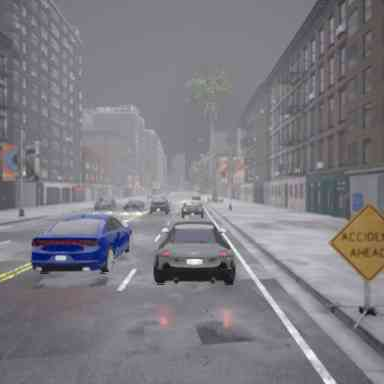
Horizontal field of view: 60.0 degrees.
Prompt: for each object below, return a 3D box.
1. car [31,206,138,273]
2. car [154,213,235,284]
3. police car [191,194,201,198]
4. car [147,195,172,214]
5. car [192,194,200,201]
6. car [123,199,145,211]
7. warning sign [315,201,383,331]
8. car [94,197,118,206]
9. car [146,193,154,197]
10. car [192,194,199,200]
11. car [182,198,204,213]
[{"bbox_3d":[-3.180,1.442,10.559,1.882,1.535,5.008,0,0,0],"label":"car"},{"bbox_3d":[0.066,1.532,9.494,1.994,1.385,4.181,0,0,0],"label":"car"},{"bbox_3d":[0.895,1.237,70.496,1.930,1.638,5.238,0,0,0],"label":"police car"},{"bbox_3d":[-3.192,1.412,33.950,1.837,1.490,4.892,0,0,0],"label":"car"},{"bbox_3d":[0.883,1.241,80.576,1.801,1.575,5.366,0,0,0],"label":"car"},{"bbox_3d":[-6.639,1.496,38.282,1.895,1.301,4.718,0,0,0],"label":"car"},{"bbox_3d":[2.843,1.094,5.386,1.300,1.860,1.060,0,0,0],"label":"warning sign"},{"bbox_3d":[-9.887,1.402,38.310,1.837,1.490,4.892,0,0,0],"label":"car"},{"bbox_3d":[-9.841,1.091,79.787,1.837,1.490,4.892,0,0,0],"label":"car"},{"bbox_3d":[0.876,1.226,86.576,1.801,1.575,5.366,0,0,0],"label":"car"},{"bbox_3d":[0.060,1.517,29.816,1.895,1.301,4.718,0,0,0],"label":"car"}]
